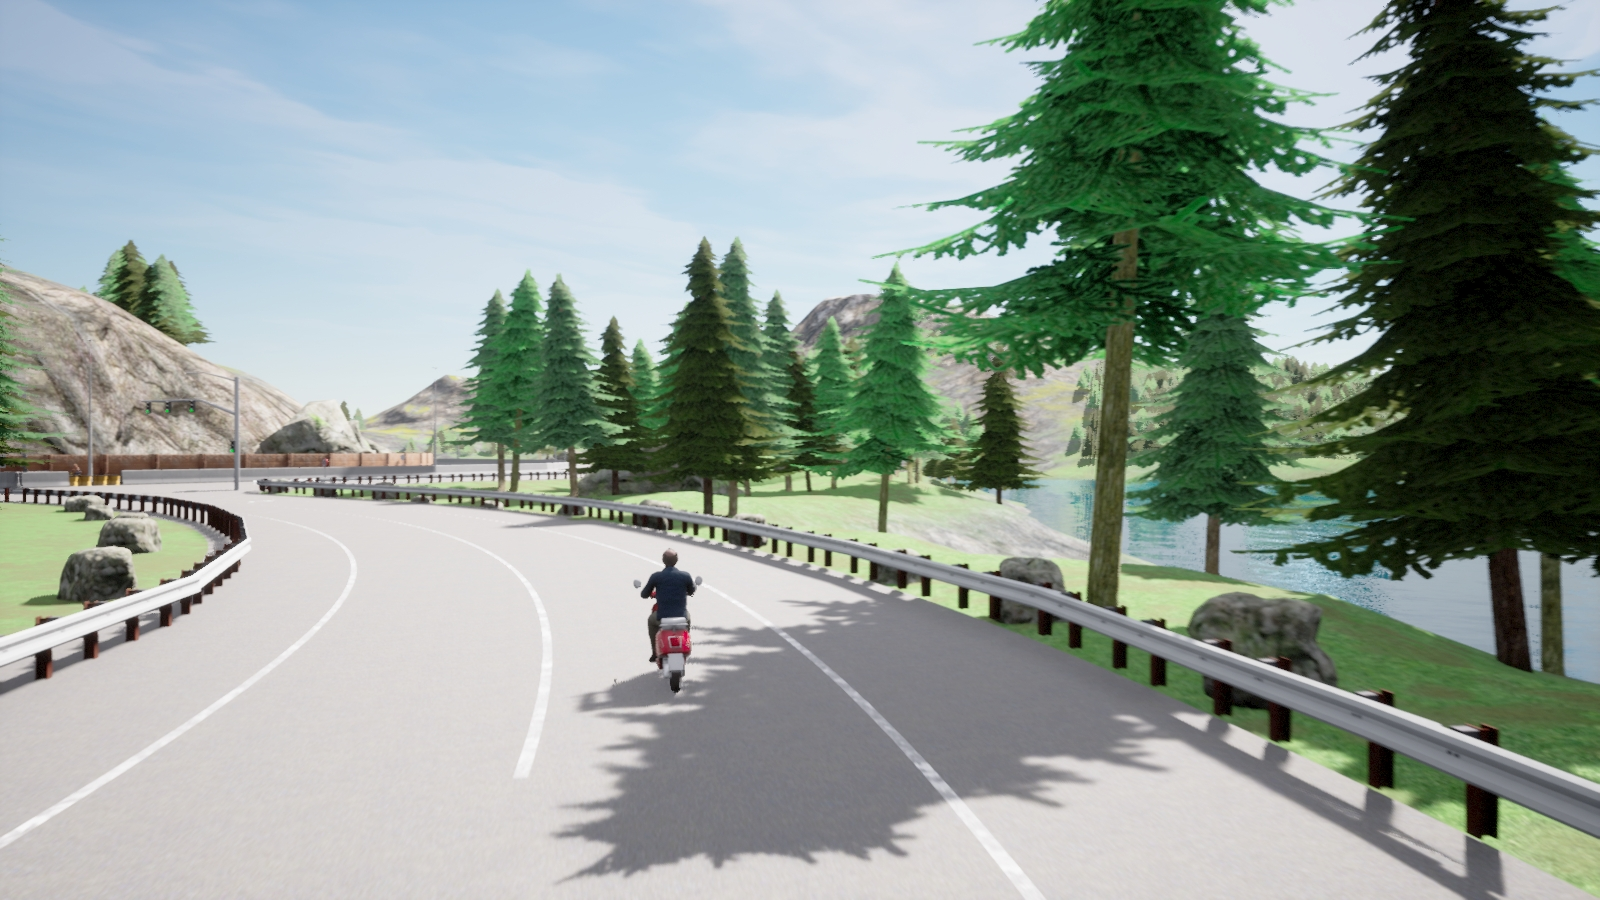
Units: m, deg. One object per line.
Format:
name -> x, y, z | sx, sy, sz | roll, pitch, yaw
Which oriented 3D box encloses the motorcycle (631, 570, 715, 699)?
motorcycle -> -1.569, 2.183, 13.828 | 0.856, 1.236, 1.805 | -1, 0, -11
